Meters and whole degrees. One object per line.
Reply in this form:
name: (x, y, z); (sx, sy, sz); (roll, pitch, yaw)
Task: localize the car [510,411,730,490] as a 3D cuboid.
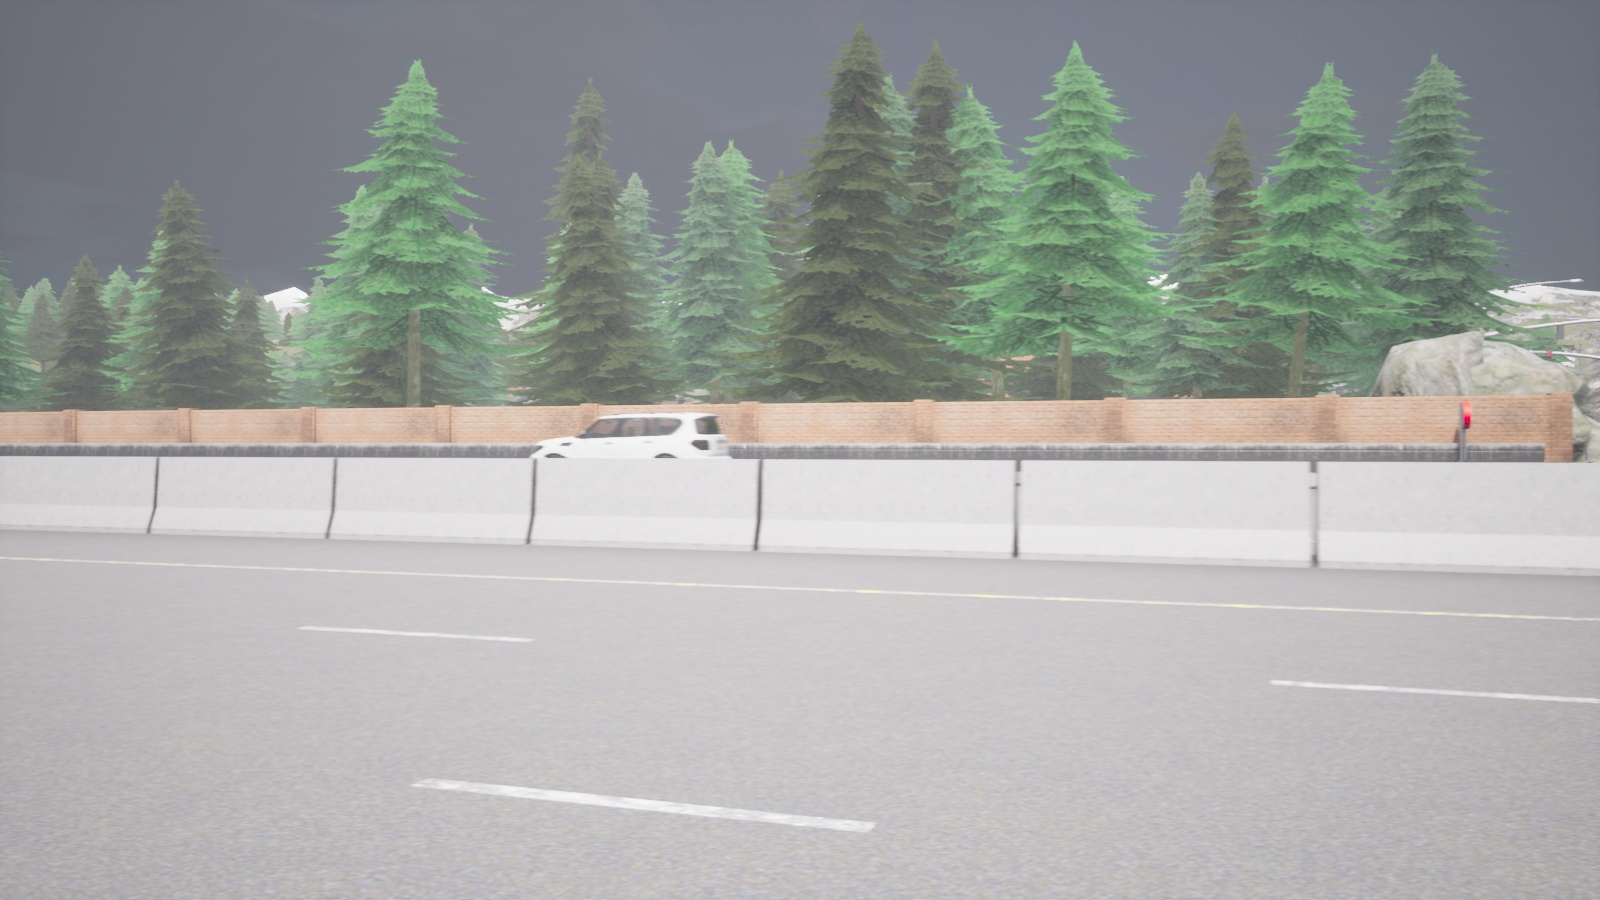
car: (-4.915, -0.024, 34.377); (5.566, 2.045, 2.150); (1, 1, 19)
